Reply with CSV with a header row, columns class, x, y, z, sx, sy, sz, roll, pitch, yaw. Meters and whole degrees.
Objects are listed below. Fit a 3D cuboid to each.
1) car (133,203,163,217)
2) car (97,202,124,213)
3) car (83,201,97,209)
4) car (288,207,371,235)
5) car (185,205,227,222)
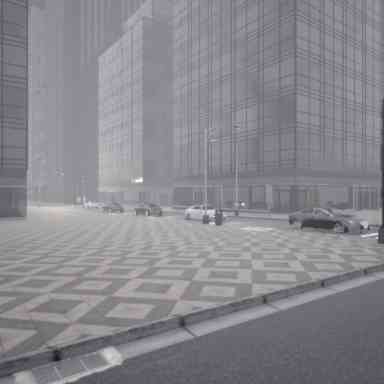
class,x,y,z,sx,sy,sz,roll,pitch,yaw
car,-5.112,2.006,38.272,1.837,1.490,4.892,0,-1,-36
car,-11.180,2.168,46.713,1.837,1.490,4.892,0,-1,-35
car,-19.182,2.475,63.100,1.812,1.442,4.674,0,-1,-36
car,7.997,1.647,19.854,2.128,1.511,4.902,0,-1,-32
car,1.129,1.863,29.656,1.812,1.442,4.674,0,-1,-36
